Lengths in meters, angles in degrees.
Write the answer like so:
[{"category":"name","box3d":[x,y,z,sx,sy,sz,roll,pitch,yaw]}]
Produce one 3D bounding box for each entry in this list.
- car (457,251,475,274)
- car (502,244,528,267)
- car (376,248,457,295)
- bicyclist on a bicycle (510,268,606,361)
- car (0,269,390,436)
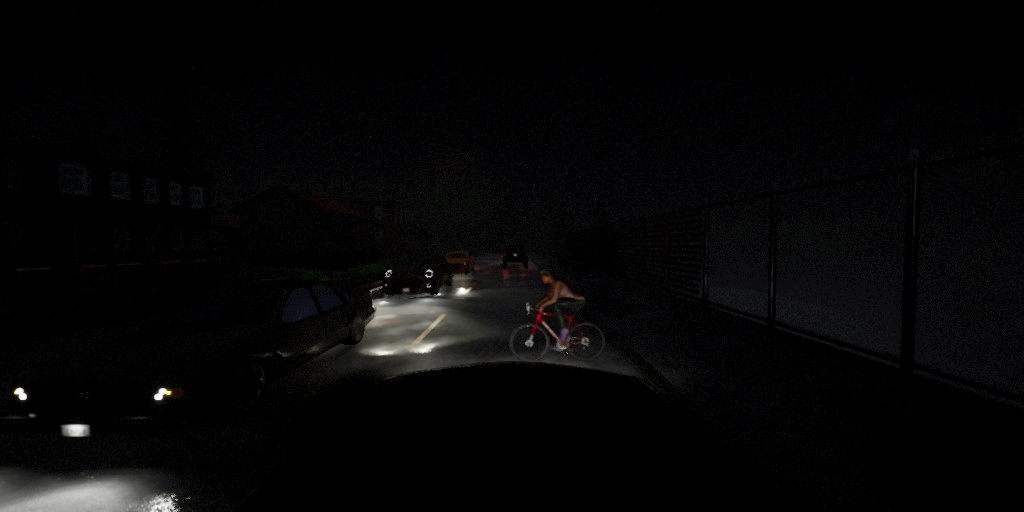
[{"category":"car","box3d":[-3.860,0.391,25.951,1.882,1.535,5.008,0,2,1]},{"category":"car","box3d":[0.317,-0.105,32.826,2.150,2.045,5.566,0,2,1]},{"category":"car","box3d":[-3.971,0.619,15.751,2.097,1.767,4.553,0,2,1]},{"category":"bicyclist on a bicycle","box3d":[0.772,1.021,6.131,1.656,1.620,0.582,-1,2,1]},{"category":"car","box3d":[-4.062,1.153,6.003,2.033,1.411,5.357,0,2,1]}]
